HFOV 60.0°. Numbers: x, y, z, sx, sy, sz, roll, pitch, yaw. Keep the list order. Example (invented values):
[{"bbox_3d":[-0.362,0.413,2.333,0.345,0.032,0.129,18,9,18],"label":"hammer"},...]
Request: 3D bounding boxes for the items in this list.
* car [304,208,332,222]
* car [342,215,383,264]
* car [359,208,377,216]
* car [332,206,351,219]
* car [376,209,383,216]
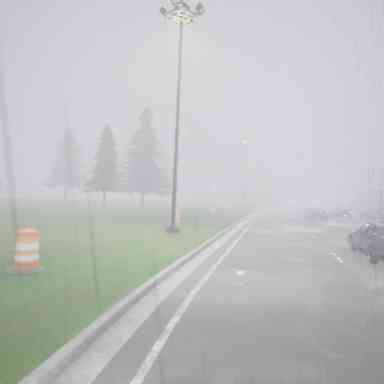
[{"bbox_3d":[12.717,2.277,34.271,1.895,1.301,4.718,2,0,14],"label":"car"},{"bbox_3d":[7.584,1.919,13.041,2.033,1.411,5.357,2,0,14],"label":"car"},{"bbox_3d":[21.034,2.606,38.902,1.994,1.385,4.181,2,0,14],"label":"car"},{"bbox_3d":[17.556,2.425,39.394,1.812,1.442,4.674,2,0,14],"label":"car"},{"bbox_3d":[12.563,1.824,18.690,2.150,2.045,5.566,2,0,14],"label":"car"}]
